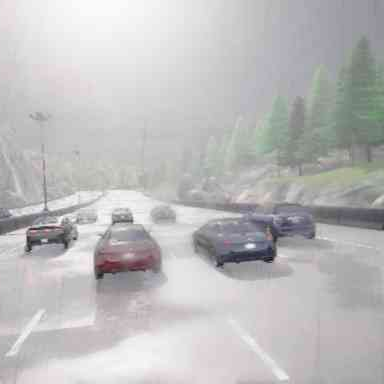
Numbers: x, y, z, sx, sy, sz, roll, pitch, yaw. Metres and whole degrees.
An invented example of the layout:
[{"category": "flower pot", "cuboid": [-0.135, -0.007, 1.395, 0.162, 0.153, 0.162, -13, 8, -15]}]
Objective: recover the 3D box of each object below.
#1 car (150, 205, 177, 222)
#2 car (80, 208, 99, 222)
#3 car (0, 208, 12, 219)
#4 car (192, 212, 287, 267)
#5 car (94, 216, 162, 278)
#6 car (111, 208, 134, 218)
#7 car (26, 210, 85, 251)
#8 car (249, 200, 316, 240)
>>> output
[{"category": "car", "cuboid": [-2.617, 1.908, 29.566, 2.033, 1.411, 5.357, -3, 0, -12]}, {"category": "car", "cuboid": [-10.820, 2.340, 34.367, 1.812, 1.442, 4.674, -3, 0, -12]}, {"category": "car", "cuboid": [-22.603, 2.795, 38.667, 2.097, 1.767, 4.553, -3, 0, -12]}, {"category": "car", "cuboid": [1.278, 1.589, 11.683, 1.994, 1.385, 4.181, -3, 0, -12]}, {"category": "car", "cuboid": [-2.170, 1.760, 11.090, 1.994, 1.385, 4.181, -3, 0, -12]}, {"category": "car", "cuboid": [-5.984, 2.072, 28.597, 2.033, 1.411, 5.357, -3, 0, -12]}, {"category": "car", "cuboid": [-7.051, 1.981, 17.053, 2.128, 1.511, 4.902, -3, 0, -12]}, {"category": "car", "cuboid": [3.902, 1.277, 16.018, 2.097, 1.767, 4.553, -3, 0, -12]}]
